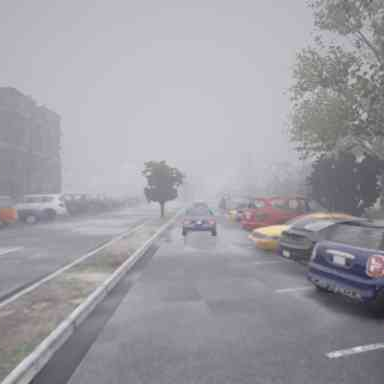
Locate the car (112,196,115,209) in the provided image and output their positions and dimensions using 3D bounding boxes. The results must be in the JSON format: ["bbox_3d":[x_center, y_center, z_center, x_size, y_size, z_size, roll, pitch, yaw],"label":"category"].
[{"bbox_3d":[-12.401,1.553,41.364,4.792,1.488,2.163,-1,0,-18],"label":"car"}]

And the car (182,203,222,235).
[{"bbox_3d":[0.428,1.574,19.133,2.033,1.411,5.357,0,0,1],"label":"car"}]

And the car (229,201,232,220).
[{"bbox_3d":[5.259,1.545,22.030,4.792,1.488,2.163,1,0,-18],"label":"car"}]

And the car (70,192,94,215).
[{"bbox_3d":[-12.710,1.259,32.324,5.566,2.045,2.435,-1,0,-18],"label":"car"}]

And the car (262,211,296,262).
[{"bbox_3d":[4.936,1.501,10.129,4.892,1.521,2.231,1,0,-19],"label":"car"}]

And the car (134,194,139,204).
[{"bbox_3d":[-11.964,1.583,56.408,4.674,1.452,2.002,-1,0,-18],"label":"car"}]

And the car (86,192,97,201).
[{"bbox_3d":[-23.995,0.994,79.364,2.435,2.045,5.566,1,-1,-18],"label":"car"}]

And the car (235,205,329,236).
[{"bbox_3d":[5.126,1.540,19.030,4.792,1.488,2.163,1,0,-18],"label":"car"}]

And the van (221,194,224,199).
[{"bbox_3d":[5.368,1.299,30.904,4.442,1.987,1.878,1,0,-18],"label":"van"}]

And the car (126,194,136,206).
[{"bbox_3d":[-12.065,1.541,53.384,5.008,1.535,2.097,-1,0,-18],"label":"car"}]

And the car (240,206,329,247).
[{"bbox_3d":[4.830,1.498,13.033,5.366,1.575,1.946,1,0,-19],"label":"car"}]

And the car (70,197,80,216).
[{"bbox_3d":[-12.769,1.506,29.335,5.008,1.535,2.097,-1,0,-18],"label":"car"}]

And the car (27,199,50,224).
[{"bbox_3d":[-12.938,1.497,23.327,5.008,1.535,2.097,-1,0,-18],"label":"car"}]

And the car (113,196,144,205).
[{"bbox_3d":[-11.946,1.527,62.386,5.366,1.575,1.946,-1,0,-18],"label":"car"}]

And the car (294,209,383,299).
[{"bbox_3d":[4.864,1.371,7.152,4.553,1.767,2.185,1,0,-19],"label":"car"}]

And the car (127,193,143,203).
[{"bbox_3d":[-11.894,1.287,59.408,5.566,2.045,2.435,-1,0,-18],"label":"car"}]

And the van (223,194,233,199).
[{"bbox_3d":[5.289,1.295,27.927,4.442,1.987,1.878,1,0,-18],"label":"van"}]

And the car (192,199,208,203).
[{"bbox_3d":[1.016,1.580,40.842,1.812,1.442,4.674,0,0,2],"label":"car"}]

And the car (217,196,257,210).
[{"bbox_3d":[5.773,1.416,42.840,4.553,1.767,2.185,1,0,-18],"label":"car"}]

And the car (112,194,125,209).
[{"bbox_3d":[-12.319,1.276,44.373,5.566,2.045,2.435,-1,0,-18],"label":"car"}]

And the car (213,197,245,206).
[{"bbox_3d":[6.173,1.560,55.994,4.892,1.521,2.231,1,0,-18],"label":"car"}]

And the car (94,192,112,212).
[{"bbox_3d":[-12.491,1.267,38.362,5.566,2.045,2.435,-1,0,-18],"label":"car"}]

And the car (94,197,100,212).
[{"bbox_3d":[-12.570,1.544,35.354,4.792,1.488,2.163,-1,0,-18],"label":"car"}]

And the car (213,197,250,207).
[{"bbox_3d":[6.255,1.554,52.666,5.366,1.575,1.946,1,0,-18],"label":"car"}]

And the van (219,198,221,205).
[{"bbox_3d":[5.448,1.303,33.881,4.442,1.987,1.878,1,0,-18],"label":"van"}]

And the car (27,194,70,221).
[{"bbox_3d":[-12.878,1.251,26.318,5.566,2.045,2.435,-1,0,-18],"label":"car"}]

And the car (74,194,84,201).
[{"bbox_3d":[-26.967,1.287,79.505,2.002,1.452,4.674,1,-1,-18],"label":"car"}]

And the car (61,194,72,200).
[{"bbox_3d":[-29.923,1.249,79.624,2.231,1.521,4.892,0,-1,-18],"label":"car"}]

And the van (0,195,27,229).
[{"bbox_3d":[-12.912,1.266,20.361,4.442,1.987,1.878,-1,0,-18],"label":"van"}]

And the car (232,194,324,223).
[{"bbox_3d":[5.104,1.257,16.081,5.566,2.045,2.435,1,0,-18],"label":"car"}]

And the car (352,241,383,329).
[{"bbox_3d":[4.846,1.493,4.196,5.008,1.535,2.097,1,0,-19],"label":"car"}]

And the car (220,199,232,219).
[{"bbox_3d":[5.137,1.513,24.931,5.366,1.575,1.946,1,0,-18],"label":"car"}]

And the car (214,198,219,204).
[{"bbox_3d":[5.667,1.283,36.907,5.566,2.045,2.435,1,0,-18],"label":"car"}]
